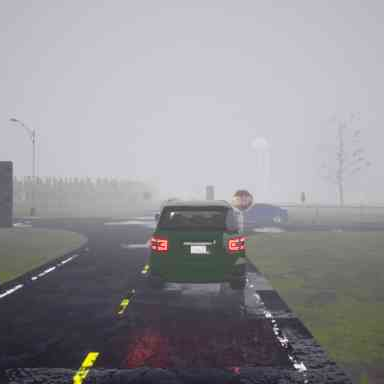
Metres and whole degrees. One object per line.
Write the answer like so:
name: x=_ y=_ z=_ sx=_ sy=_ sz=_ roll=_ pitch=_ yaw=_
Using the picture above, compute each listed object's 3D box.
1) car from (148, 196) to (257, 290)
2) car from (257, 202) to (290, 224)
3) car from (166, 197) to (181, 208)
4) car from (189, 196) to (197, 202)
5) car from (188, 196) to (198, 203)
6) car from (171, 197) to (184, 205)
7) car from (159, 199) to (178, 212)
car: x=0.111 y=1.222 z=9.198 sx=2.150 sy=2.045 sz=5.566 roll=0 pitch=0 yaw=0
car: x=4.867 y=1.542 z=25.353 sx=5.008 sy=1.535 sz=1.882 roll=1 pitch=0 yaw=0
car: x=-2.713 y=1.560 z=49.457 sx=1.812 sy=1.442 sz=4.674 roll=0 pitch=0 yaw=1
car: x=0.205 y=1.618 z=80.595 sx=1.812 sy=1.442 sz=4.674 roll=0 pitch=0 yaw=0
car: x=0.282 y=1.618 z=70.145 sx=2.033 sy=1.411 sz=5.357 roll=0 pitch=0 yaw=0
car: x=-2.648 y=1.603 z=62.195 sx=2.033 sy=1.411 sz=5.357 roll=0 pitch=0 yaw=1
car: x=-2.733 y=1.586 z=39.487 sx=1.994 sy=1.385 sz=4.181 roll=0 pitch=0 yaw=0
